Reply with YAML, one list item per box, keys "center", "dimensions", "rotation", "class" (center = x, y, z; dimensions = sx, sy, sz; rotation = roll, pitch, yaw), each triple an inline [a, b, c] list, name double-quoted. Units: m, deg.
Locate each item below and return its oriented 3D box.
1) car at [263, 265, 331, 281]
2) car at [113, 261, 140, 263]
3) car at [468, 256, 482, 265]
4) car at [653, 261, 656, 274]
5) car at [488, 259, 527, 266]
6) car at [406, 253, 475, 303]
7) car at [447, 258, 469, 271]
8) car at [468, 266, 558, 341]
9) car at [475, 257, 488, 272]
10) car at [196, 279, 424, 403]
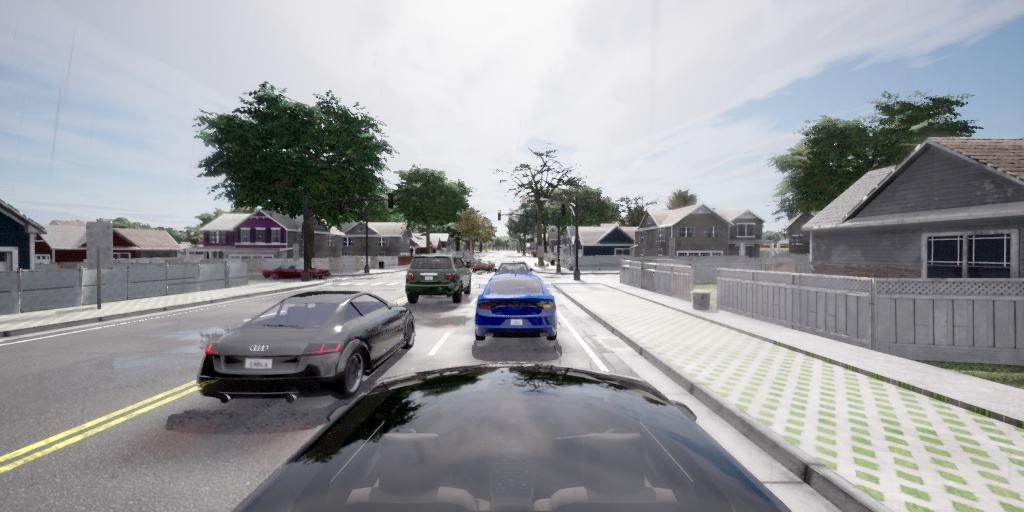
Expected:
- center: [-17.171, 1.354, 28.770]
  dimensions: [4.718, 1.301, 1.895]
  rotation: [0, 1, 6]
  class: "car"
- center: [-31.703, 1.198, 29.642]
  dimensions: [4.553, 1.767, 2.097]
  rotation: [0, 1, 4]
  class: "car"
- center: [-6.664, 0.715, 64.845]
  dimensions: [2.033, 1.411, 5.357]
  rotation: [0, 1, 0]
  class: "car"
- center: [12.668, 1.091, 32.544]
  dimensions: [4.718, 1.301, 1.895]
  rotation: [0, 1, 1]
  class: "car"
- center: [0.071, 1.039, 18.852]
  dimensions: [2.097, 1.767, 4.553]
  rotation: [0, 0, 0]
  class: "car"
- center: [-3.176, 0.925, 16.360]
  dimensions: [2.150, 2.045, 5.566]
  rotation: [0, 0, 0]
  class: "car"
- center: [-6.673, 1.007, 44.809]
  dimensions: [2.033, 1.411, 5.357]
  rotation: [0, 1, 0]
  class: "car"
- center: [0.087, 1.212, 9.897]
  dimensions: [1.882, 1.535, 5.008]
  rotation: [0, 0, 0]
  class: "car"
- center: [-3.011, 1.117, 39.000]
  dimensions: [1.895, 1.301, 4.718]
  rotation: [0, 1, 4]
  class: "car"
- center: [-3.158, 1.308, 6.479]
  dimensions: [1.994, 1.385, 4.181]
  rotation: [0, 0, 0]
  class: "car"
